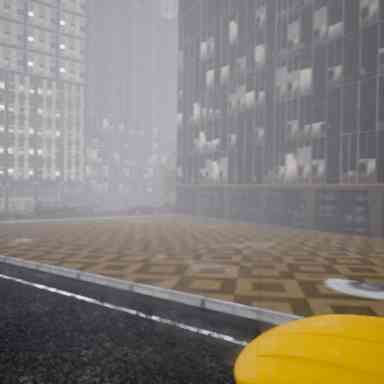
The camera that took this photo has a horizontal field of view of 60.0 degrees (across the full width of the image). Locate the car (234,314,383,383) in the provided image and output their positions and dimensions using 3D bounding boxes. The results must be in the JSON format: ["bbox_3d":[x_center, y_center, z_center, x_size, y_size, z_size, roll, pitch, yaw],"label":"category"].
[{"bbox_3d":[2.595,1.465,1.835,5.008,1.535,1.882,-1,-1,35],"label":"car"}]

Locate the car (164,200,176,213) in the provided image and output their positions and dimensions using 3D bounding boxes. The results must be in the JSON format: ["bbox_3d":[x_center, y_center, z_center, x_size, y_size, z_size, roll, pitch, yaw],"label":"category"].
[{"bbox_3d":[-1.900,2.133,48.804,5.009,1.841,2.192,0,1,-34],"label":"car"}]

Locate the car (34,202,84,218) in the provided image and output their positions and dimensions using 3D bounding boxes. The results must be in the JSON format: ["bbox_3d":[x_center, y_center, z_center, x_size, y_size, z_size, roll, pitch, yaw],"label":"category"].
[{"bbox_3d":[-15.934,2.067,39.198,5.009,1.841,2.192,0,1,-34],"label":"car"}]

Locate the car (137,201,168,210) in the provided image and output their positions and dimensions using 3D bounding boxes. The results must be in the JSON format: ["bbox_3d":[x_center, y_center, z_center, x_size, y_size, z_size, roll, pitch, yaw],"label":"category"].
[{"bbox_3d":[-6.494,2.225,55.213,4.829,1.417,1.752,0,1,-34],"label":"car"}]

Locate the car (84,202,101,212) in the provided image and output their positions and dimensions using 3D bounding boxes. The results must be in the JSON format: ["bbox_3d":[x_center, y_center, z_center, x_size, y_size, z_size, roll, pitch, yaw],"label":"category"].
[{"bbox_3d":[-15.710,2.207,48.905,4.403,1.369,2.008,0,1,-34],"label":"car"}]

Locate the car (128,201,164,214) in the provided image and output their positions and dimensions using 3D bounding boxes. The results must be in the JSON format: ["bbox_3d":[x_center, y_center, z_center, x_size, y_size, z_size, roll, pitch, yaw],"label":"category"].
[{"bbox_3d":[-6.581,2.341,45.604,4.507,1.381,1.887,0,1,-34],"label":"car"}]
